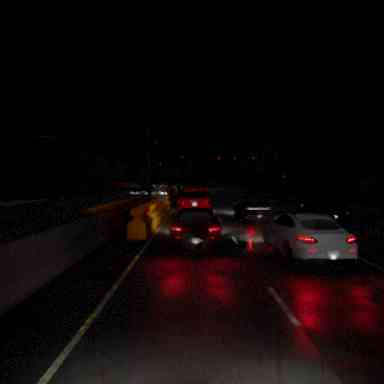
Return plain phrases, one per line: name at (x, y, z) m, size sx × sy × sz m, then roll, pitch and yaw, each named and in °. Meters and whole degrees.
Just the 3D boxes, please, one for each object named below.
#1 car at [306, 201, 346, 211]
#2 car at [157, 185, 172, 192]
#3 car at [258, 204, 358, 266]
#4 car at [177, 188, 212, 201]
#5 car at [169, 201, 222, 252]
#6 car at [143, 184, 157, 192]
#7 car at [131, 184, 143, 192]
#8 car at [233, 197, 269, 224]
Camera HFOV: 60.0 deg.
car at (7.154, 1.163, 18.595) m, size 1.994 × 1.385 × 4.181 m, roll 0°, pitch 2°, yaw 0°
car at (-6.560, -0.646, 80.775) m, size 2.128 × 1.511 × 4.902 m, roll 0°, pitch 2°, yaw 0°
car at (3.617, 1.347, 10.792) m, size 1.812 × 1.442 × 4.674 m, roll 0°, pitch 1°, yaw 0°
car at (0.170, 0.714, 22.343) m, size 2.150 × 2.045 × 5.566 m, roll 0°, pitch 2°, yaw 0°
car at (0.127, 1.291, 12.752) m, size 1.812 × 1.442 × 4.674 m, roll 0°, pitch 2°, yaw 0°
car at (-10.059, -0.694, 80.796) m, size 1.882 × 1.535 × 5.008 m, roll 0°, pitch 2°, yaw 0°
car at (-13.559, -0.624, 80.959) m, size 1.994 × 1.385 × 4.181 m, roll 0°, pitch 2°, yaw 0°
car at (3.664, 1.040, 20.369) m, size 2.128 × 1.511 × 4.902 m, roll 0°, pitch 2°, yaw 0°
